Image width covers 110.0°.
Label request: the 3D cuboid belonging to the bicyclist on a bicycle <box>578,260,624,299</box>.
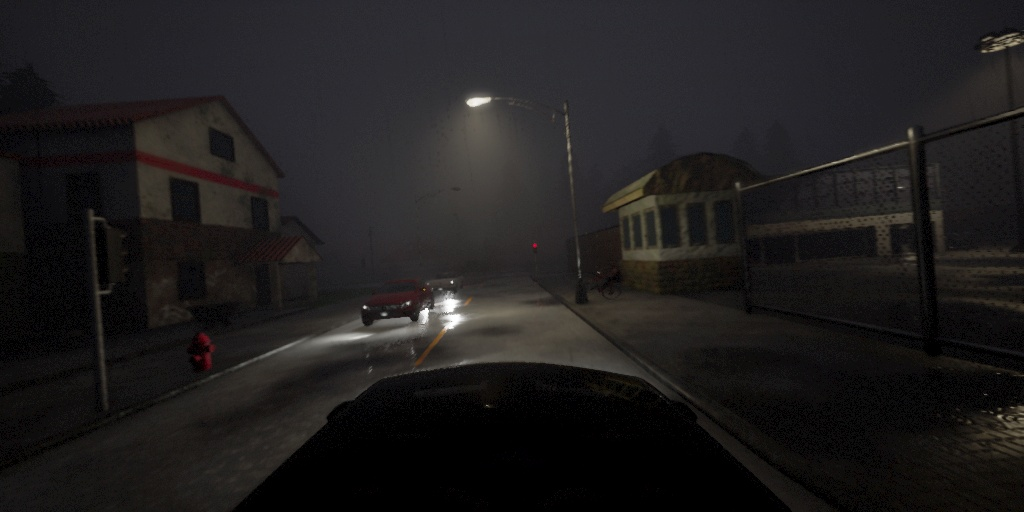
[{"bbox_3d":[3.352,0.814,12.710,1.656,1.620,0.582,22,35,-9],"label":"bicyclist on a bicycle"}]

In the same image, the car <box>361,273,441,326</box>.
[{"bbox_3d":[-4.241,1.629,13.974,1.812,1.442,4.674,-4,0,-2],"label":"car"}]

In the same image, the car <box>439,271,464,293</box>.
[{"bbox_3d":[-4.424,1.740,24.176,1.895,1.301,4.718,-4,0,-1],"label":"car"}]
